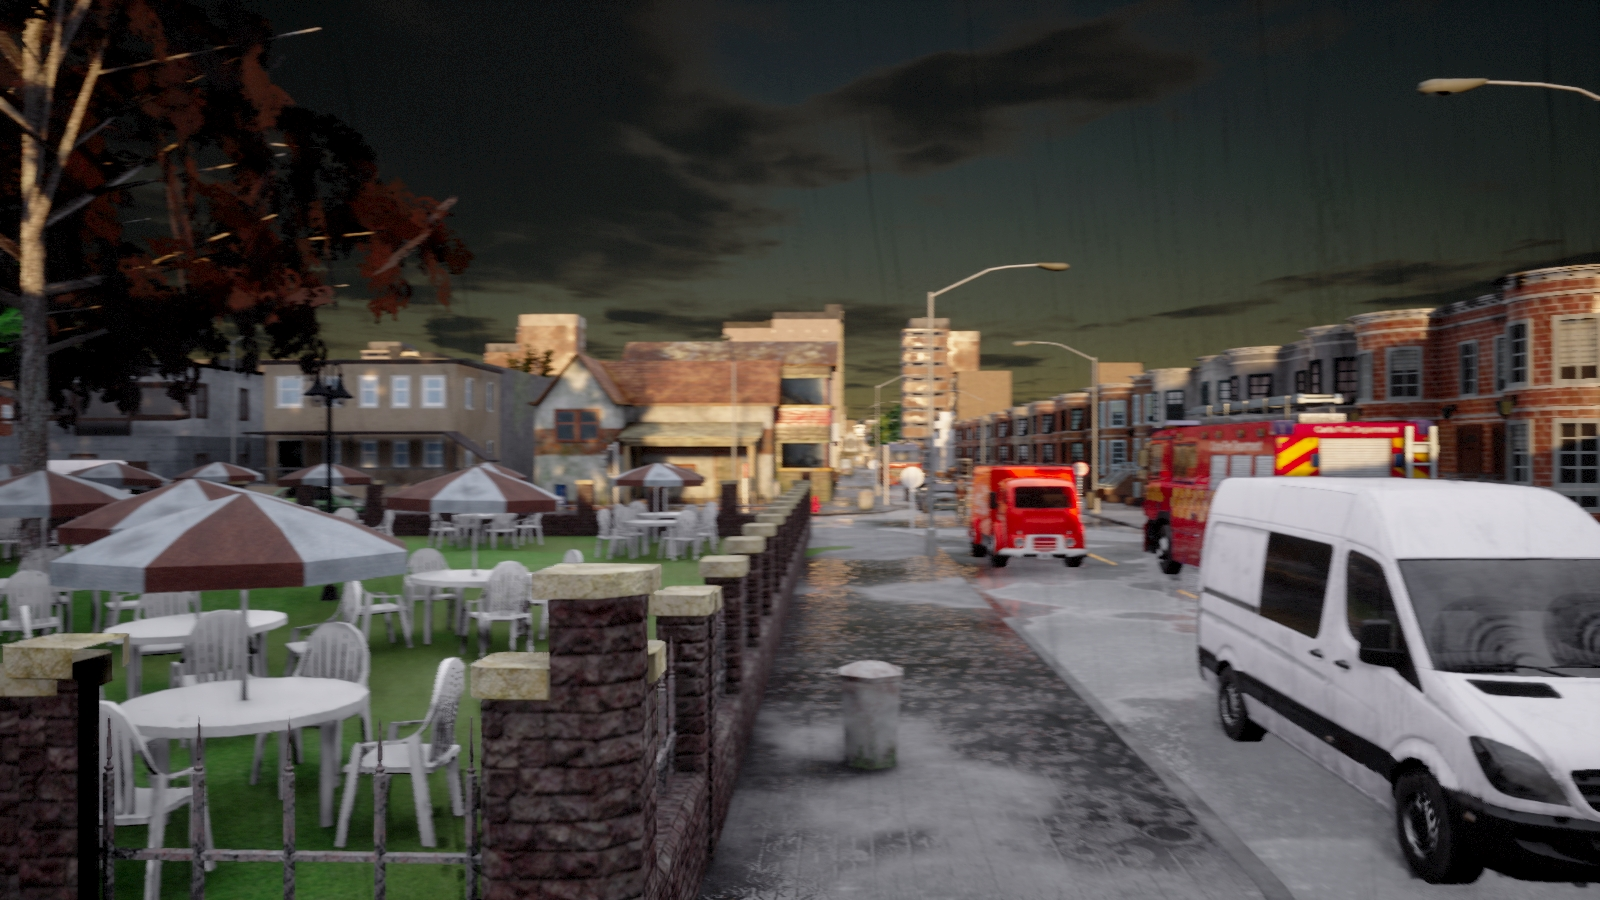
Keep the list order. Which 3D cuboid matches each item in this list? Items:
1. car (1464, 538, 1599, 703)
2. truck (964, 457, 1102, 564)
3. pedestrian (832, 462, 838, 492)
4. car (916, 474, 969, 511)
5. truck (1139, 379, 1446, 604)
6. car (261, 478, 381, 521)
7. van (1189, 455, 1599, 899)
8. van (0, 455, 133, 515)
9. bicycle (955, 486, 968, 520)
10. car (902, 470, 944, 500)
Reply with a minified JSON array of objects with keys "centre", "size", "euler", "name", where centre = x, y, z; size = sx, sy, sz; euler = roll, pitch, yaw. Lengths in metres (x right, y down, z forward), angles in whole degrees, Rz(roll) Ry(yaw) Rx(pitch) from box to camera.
[{"centre":[9.130,1.838,12.376],"size":[1.845,1.501,3.633],"euler":[0,0,2],"name":"car"},{"centre":[5.789,1.418,29.205],"size":[2.627,2.467,5.204],"euler":[0,0,2],"name":"truck"},{"centre":[2.225,1.717,72.721],"size":[0.375,1.860,0.375],"euler":[0,0,1],"name":"pedestrian"},{"centre":[6.621,1.951,53.595],"size":[2.038,1.542,4.974],"euler":[0,0,2],"name":"car"},{"centre":[9.651,0.721,23.712],"size":[2.891,3.827,8.468],"euler":[0,0,1],"name":"truck"},{"centre":[-18.850,1.929,45.072],"size":[3.988,1.617,1.851],"euler":[0,0,2],"name":"car"},{"centre":[5.114,1.333,9.410],"size":[1.988,2.561,5.915],"euler":[0,0,2],"name":"van"},{"centre":[-32.402,1.496,49.523],"size":[5.915,2.561,1.988],"euler":[0,0,2],"name":"van"},{"centre":[6.322,2.051,44.689],"size":[0.329,1.271,1.835],"euler":[0,0,2],"name":"bicycle"},{"centre":[7.044,1.983,65.864],"size":[2.038,1.542,4.974],"euler":[0,0,2],"name":"car"}]
